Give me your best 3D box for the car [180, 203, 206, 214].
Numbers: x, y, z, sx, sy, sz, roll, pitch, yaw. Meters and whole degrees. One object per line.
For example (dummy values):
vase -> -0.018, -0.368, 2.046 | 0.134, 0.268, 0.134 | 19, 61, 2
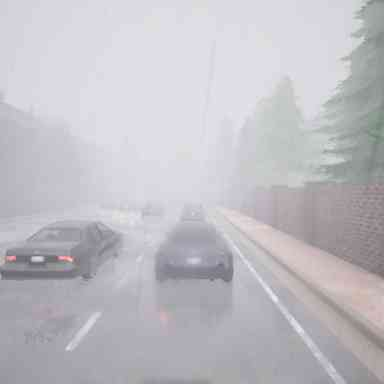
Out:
car -> 0.066, 1.552, 24.949 | 2.033, 1.411, 5.357 | 0, 0, 0

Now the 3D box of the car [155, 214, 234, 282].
car -> 0.064, 1.566, 9.731 | 1.994, 1.385, 4.181 | 0, 0, 0

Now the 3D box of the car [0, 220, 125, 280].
car -> -3.433, 1.550, 9.949 | 2.033, 1.411, 5.357 | 0, 0, 0

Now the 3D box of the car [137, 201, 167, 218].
car -> -3.414, 1.569, 30.323 | 1.994, 1.385, 4.181 | 0, 0, 0

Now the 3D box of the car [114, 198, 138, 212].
car -> -7.124, 1.499, 38.324 | 2.128, 1.511, 4.902 | 0, 0, 0

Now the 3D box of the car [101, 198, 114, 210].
car -> -10.759, 1.514, 43.710 | 1.837, 1.490, 4.892 | 2, 0, -7
